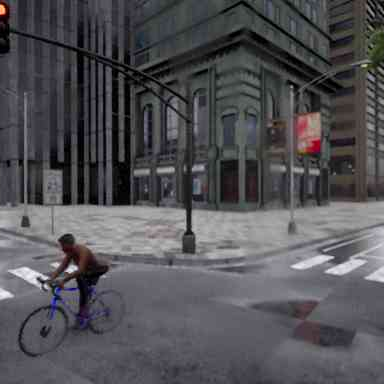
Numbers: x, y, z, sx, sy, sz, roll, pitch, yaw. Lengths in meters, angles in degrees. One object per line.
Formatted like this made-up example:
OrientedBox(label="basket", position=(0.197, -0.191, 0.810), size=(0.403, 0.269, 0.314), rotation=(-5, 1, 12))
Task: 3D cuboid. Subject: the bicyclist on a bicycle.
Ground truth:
OrientedBox(label="bicyclist on a bicycle", position=(-1.676, 1.418, 4.876), size=(0.582, 1.620, 1.656), rotation=(0, 1, 44))
